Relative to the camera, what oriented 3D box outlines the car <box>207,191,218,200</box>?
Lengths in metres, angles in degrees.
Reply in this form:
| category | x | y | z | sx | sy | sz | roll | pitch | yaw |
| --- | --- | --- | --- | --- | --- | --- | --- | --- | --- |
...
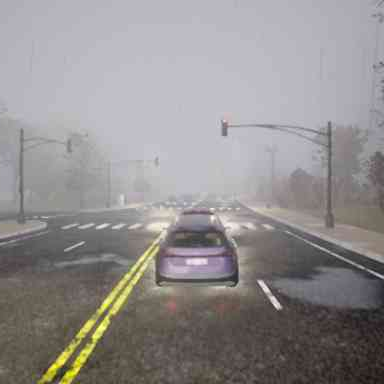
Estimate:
| category | x | y | z | sx | sy | sz | roll | pitch | yaw |
| --- | --- | --- | --- | --- | --- | --- | --- | --- | --- |
| car | 4.575 | 1.055 | 78.765 | 1.994 | 1.385 | 4.181 | 0 | 0 | 7 |

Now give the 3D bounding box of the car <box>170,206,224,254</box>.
| category | x | y | z | sx | sy | sz | roll | pitch | yaw |
| --- | --- | --- | --- | --- | --- | --- | --- | --- | --- |
| car | 0.262 | 1.420 | 14.119 | 1.882 | 1.535 | 5.008 | 0 | -1 | 2 |

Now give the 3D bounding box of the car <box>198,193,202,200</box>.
| category | x | y | z | sx | sy | sz | roll | pitch | yaw |
| --- | --- | --- | --- | --- | --- | --- | --- | --- | --- |
| car | 1.276 | 0.974 | 78.501 | 1.882 | 1.535 | 5.008 | 0 | 0 | 6 |

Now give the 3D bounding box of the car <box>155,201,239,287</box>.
| category | x | y | z | sx | sy | sz | roll | pitch | yaw |
| --- | --- | --- | --- | --- | --- | --- | --- | --- | --- |
| car | 0.125 | 1.391 | 9.230 | 2.033 | 1.649 | 4.856 | -1 | 3 | 1 |

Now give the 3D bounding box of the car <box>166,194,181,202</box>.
| category | x | y | z | sx | sy | sz | roll | pitch | yaw |
| --- | --- | --- | --- | --- | --- | --- | --- | --- | --- |
| car | -3.641 | 1.200 | 62.529 | 1.994 | 1.385 | 4.181 | 0 | 0 | 6 |

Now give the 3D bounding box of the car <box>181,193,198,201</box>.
| category | x | y | z | sx | sy | sz | roll | pitch | yaw |
| --- | --- | --- | --- | --- | --- | --- | --- | --- | --- |
| car | -0.406 | 1.113 | 62.240 | 1.882 | 1.535 | 5.008 | 0 | 1 | 6 |

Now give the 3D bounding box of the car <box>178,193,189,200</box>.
| category | x | y | z | sx | sy | sz | roll | pitch | yaw |
| --- | --- | --- | --- | --- | --- | --- | --- | --- | --- |
| car | -1.958 | 0.977 | 78.817 | 1.882 | 1.535 | 5.008 | 0 | 0 | 6 |

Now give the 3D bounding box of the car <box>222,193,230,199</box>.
| category | x | y | z | sx | sy | sz | roll | pitch | yaw |
| --- | --- | --- | --- | --- | --- | --- | --- | --- | --- |
| car | 9.001 | 0.910 | 88.256 | 1.837 | 1.490 | 4.892 | 0 | 1 | 7 |

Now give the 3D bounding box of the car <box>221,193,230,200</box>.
| category | x | y | z | sx | sy | sz | roll | pitch | yaw |
| --- | --- | --- | --- | --- | --- | --- | --- | --- | --- |
| car | 7.765 | 1.100 | 78.039 | 1.895 | 1.301 | 4.718 | 0 | 0 | 7 |

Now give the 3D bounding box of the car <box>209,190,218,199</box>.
| category | x | y | z | sx | sy | sz | roll | pitch | yaw |
| --- | --- | --- | --- | --- | --- | --- | --- | --- | --- |
| car | 5.780 | 0.635 | 88.691 | 2.150 | 2.045 | 5.566 | 0 | 1 | 7 |
